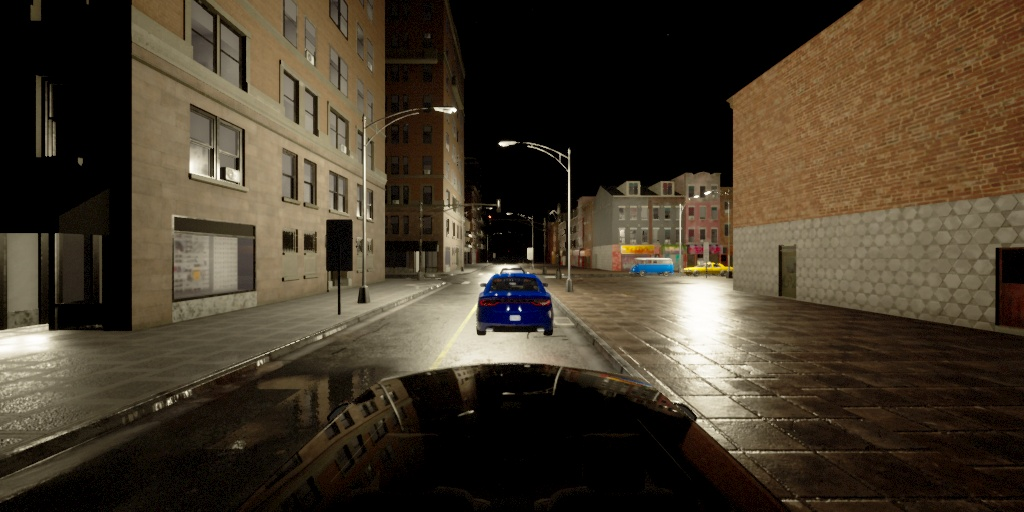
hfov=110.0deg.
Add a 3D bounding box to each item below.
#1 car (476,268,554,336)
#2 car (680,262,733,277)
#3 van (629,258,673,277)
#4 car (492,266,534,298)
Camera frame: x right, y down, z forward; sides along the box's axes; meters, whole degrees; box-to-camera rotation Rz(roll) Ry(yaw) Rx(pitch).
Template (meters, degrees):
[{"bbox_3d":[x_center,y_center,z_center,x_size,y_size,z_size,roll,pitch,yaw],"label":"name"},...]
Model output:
[{"bbox_3d":[0.067,1.227,10.456,1.882,1.535,5.008,0,0,0],"label":"car"},{"bbox_3d":[19.051,1.267,35.028,4.829,1.417,1.751,0,0,0],"label":"car"},{"bbox_3d":[13.610,1.087,35.015,3.998,1.789,1.690,0,0,0],"label":"van"},{"bbox_3d":[0.032,1.313,19.224,1.994,1.385,4.181,0,0,0],"label":"car"}]
